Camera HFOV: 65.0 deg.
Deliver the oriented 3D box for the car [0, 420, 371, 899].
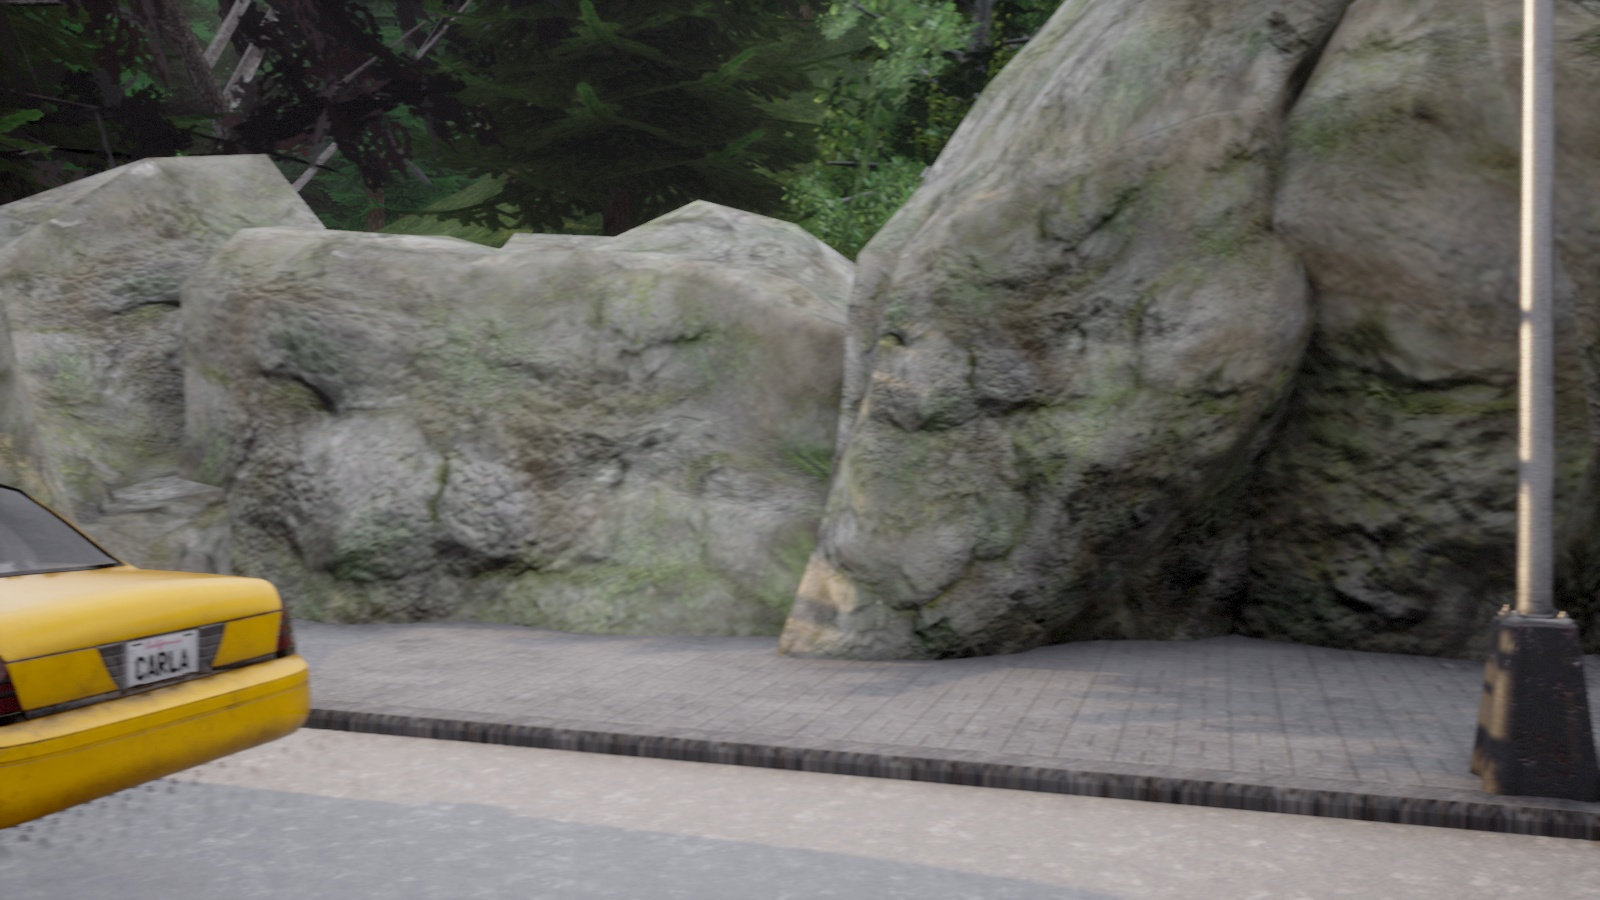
[{"bbox_3d":[-4.634,0.664,5.280,5.366,1.575,1.801,1,1,19],"label":"car"}]
